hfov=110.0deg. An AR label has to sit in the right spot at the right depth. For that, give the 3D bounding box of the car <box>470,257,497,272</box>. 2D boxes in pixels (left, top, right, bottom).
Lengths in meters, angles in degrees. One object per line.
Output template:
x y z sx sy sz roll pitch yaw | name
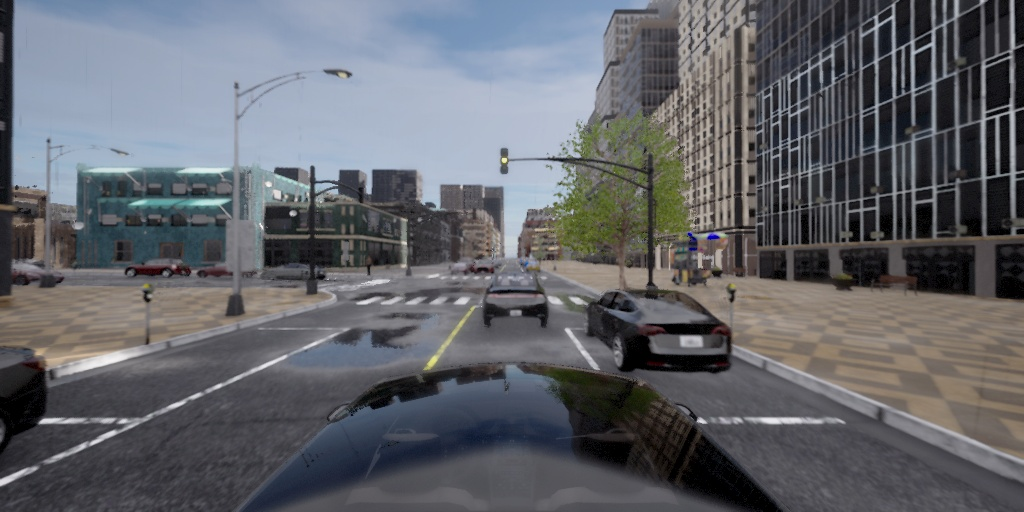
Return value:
-3.099 1.139 40.392 2.097 1.767 4.553 0 0 0 | car

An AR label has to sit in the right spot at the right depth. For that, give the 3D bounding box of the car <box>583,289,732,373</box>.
2.689 1.321 7.461 1.948 1.339 4.313 0 0 0 | car

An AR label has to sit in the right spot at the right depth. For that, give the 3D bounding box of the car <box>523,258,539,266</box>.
2.680 1.316 45.660 1.751 1.417 4.829 0 0 0 | car

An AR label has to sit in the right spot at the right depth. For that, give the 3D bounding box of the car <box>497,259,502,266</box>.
-3.064 1.294 56.582 2.128 1.511 4.902 0 0 0 | car

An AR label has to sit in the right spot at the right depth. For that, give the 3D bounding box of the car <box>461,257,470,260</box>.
-5.700 1.106 45.486 2.192 1.841 5.009 0 0 0 | car

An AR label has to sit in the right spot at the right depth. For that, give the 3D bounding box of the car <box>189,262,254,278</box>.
-22.828 1.114 28.845 4.207 1.307 1.802 0 0 -1 | car

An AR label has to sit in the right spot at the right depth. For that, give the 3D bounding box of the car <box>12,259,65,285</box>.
-28.255 0.998 20.387 4.207 1.307 1.802 0 0 -1 | car

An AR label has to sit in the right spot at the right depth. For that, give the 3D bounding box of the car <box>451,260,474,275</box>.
-5.699 1.368 39.935 1.802 1.307 4.207 0 0 0 | car

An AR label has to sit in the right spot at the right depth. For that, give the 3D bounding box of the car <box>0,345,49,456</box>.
-5.690 1.316 1.920 1.948 1.339 4.313 0 0 0 | car

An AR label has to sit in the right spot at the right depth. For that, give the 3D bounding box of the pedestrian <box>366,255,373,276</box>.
-12.757 0.815 31.939 0.375 1.860 0.375 0 -1 -1 | pedestrian

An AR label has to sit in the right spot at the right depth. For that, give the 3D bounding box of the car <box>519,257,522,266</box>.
2.676 1.358 62.144 2.007 1.370 4.403 0 0 0 | car

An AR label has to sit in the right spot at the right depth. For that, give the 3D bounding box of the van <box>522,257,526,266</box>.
2.679 1.137 51.042 1.690 1.789 3.998 0 0 0 | van

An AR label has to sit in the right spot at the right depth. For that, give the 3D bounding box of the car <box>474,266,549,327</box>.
0.099 1.251 11.605 2.128 1.511 4.902 0 0 0 | car

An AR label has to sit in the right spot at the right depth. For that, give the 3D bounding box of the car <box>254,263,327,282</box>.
-15.904 1.165 26.246 4.181 1.385 1.994 1 0 0 | car

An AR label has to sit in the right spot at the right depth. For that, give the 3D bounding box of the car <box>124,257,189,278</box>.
-28.376 0.904 28.766 4.097 1.591 1.967 0 0 -1 | car
